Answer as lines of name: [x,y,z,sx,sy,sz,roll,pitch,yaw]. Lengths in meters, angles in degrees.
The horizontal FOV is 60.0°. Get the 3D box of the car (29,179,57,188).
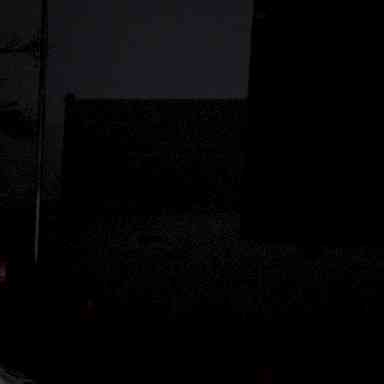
car: [-29.497,-1.820,65.031,4.553,1.767,2.185,4,3,21]

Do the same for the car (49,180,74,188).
car: [-27.520,-1.791,70.186,4.674,1.452,2.002,4,3,21]

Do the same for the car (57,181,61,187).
car: [-28.530,-1.762,67.622,5.008,1.535,2.097,4,3,21]
